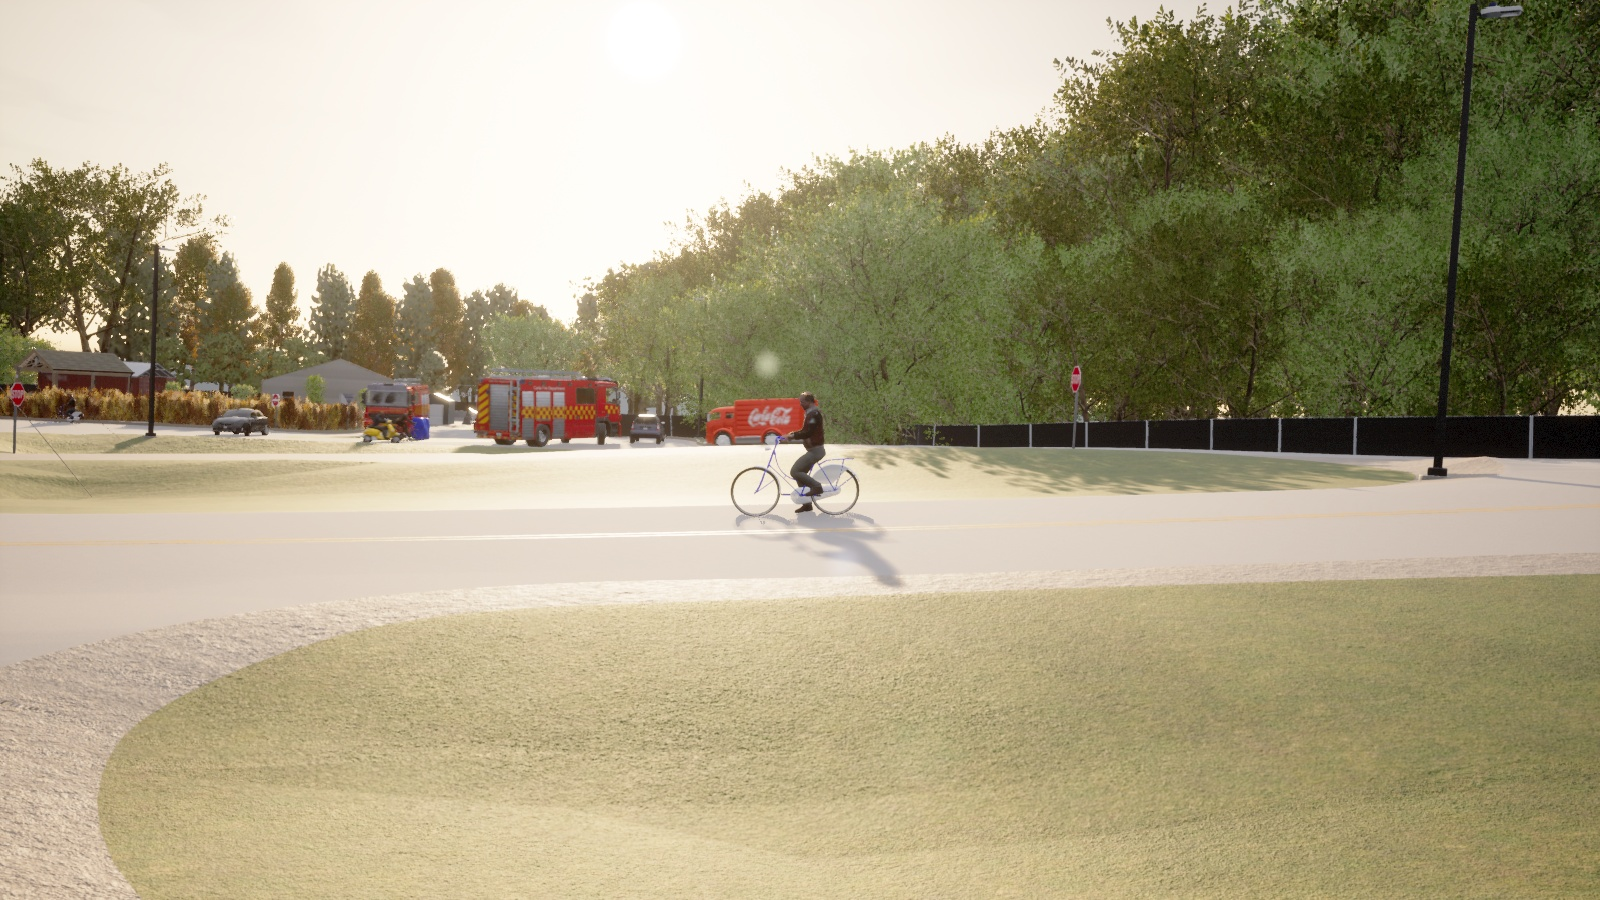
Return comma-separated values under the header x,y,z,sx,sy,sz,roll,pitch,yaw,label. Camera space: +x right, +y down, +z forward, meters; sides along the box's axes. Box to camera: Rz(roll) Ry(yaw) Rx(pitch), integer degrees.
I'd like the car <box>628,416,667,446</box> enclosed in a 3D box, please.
x,y,z,sx,sy,sz,roll,pitch,yaw,label
-8.668,-1.114,71.717,1.851,1.617,3.988,1,2,-2,car

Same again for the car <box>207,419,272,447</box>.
x,y,z,sx,sy,sz,roll,pitch,yaw,label
-31.503,-0.988,70.781,1.837,1.490,4.892,0,2,-5,car

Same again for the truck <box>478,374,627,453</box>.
x,y,z,sx,sy,sz,roll,pitch,yaw,label
-12.615,-1.944,64.930,2.891,3.827,8.468,2,3,28,truck

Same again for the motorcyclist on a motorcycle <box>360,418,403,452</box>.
x,y,z,sx,sy,sz,roll,pitch,yaw,label
-19.961,-0.722,59.888,1.817,1.590,0.866,1,2,-7,motorcyclist on a motorcycle

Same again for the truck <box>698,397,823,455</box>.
x,y,z,sx,sy,sz,roll,pitch,yaw,label
-1.868,-1.095,59.532,5.204,2.467,2.627,-2,0,25,truck

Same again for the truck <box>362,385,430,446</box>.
x,y,z,sx,sy,sz,roll,pitch,yaw,label
-27.340,-2.435,85.346,2.891,3.827,8.468,0,4,-7,truck

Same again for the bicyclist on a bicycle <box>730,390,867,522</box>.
x,y,z,sx,sy,sz,roll,pitch,yaw,label
-0.028,0.070,17.746,1.843,1.776,0.659,-2,3,-5,bicyclist on a bicycle
